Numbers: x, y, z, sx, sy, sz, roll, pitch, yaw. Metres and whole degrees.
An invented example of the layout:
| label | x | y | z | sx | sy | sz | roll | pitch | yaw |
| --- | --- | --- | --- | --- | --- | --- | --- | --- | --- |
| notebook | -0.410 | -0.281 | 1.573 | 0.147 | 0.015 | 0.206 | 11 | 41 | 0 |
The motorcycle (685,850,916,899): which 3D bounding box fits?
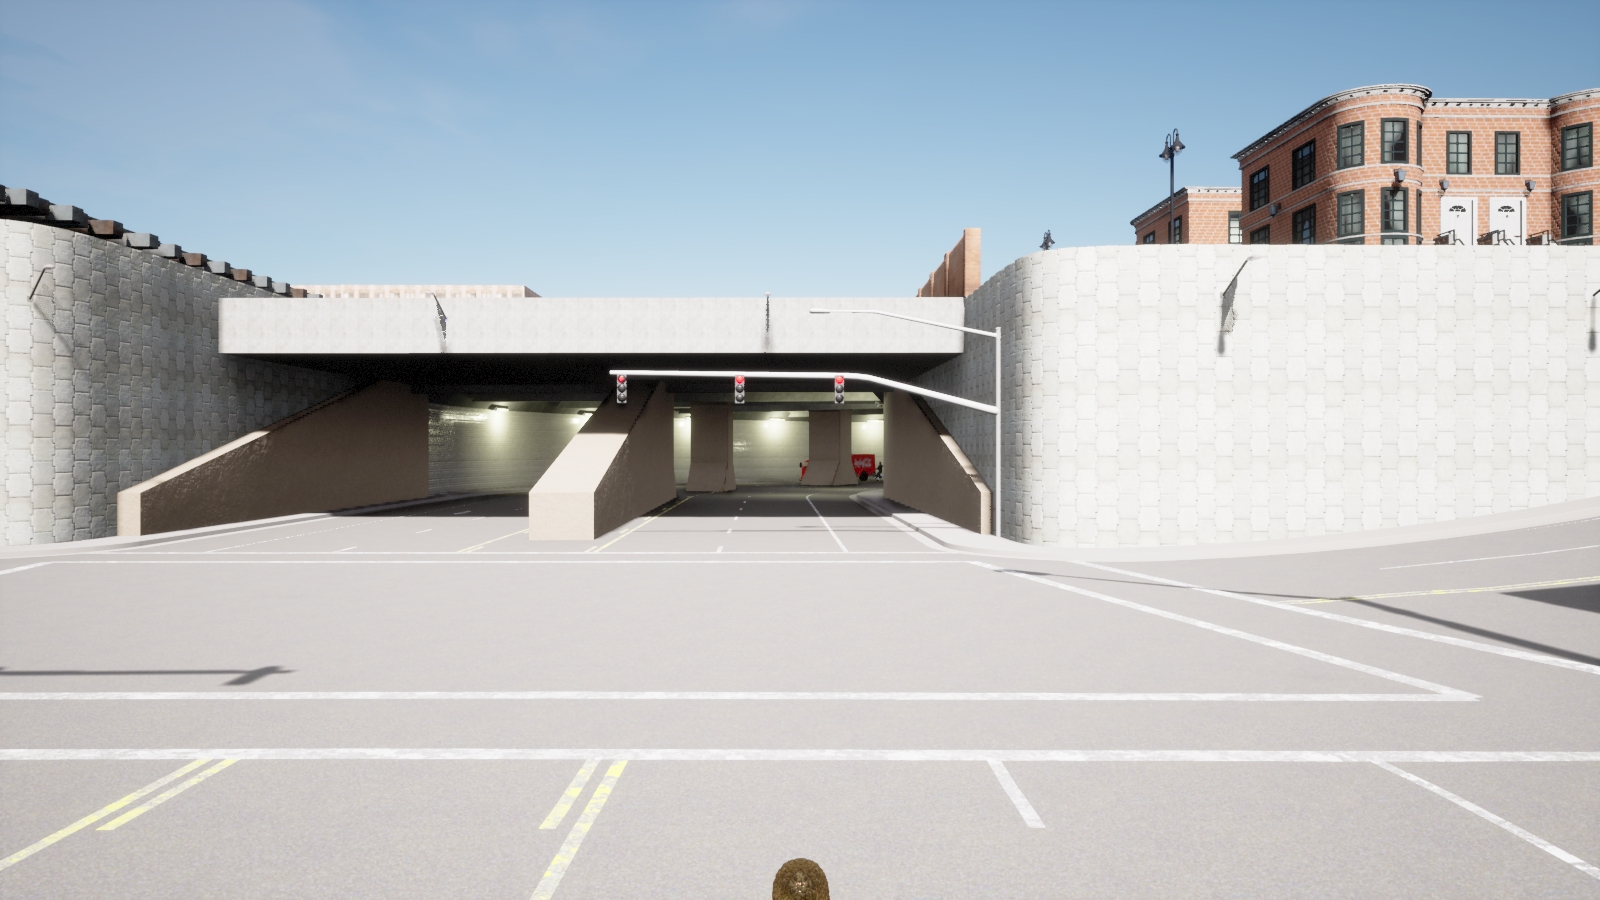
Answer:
| label | x | y | z | sx | sy | sz | roll | pitch | yaw |
| --- | --- | --- | --- | --- | --- | --- | --- | --- | --- |
| motorcycle | 0.004 | 2.174 | 3.443 | 0.803 | 1.224 | 2.033 | 0 | 0 | 0 |
